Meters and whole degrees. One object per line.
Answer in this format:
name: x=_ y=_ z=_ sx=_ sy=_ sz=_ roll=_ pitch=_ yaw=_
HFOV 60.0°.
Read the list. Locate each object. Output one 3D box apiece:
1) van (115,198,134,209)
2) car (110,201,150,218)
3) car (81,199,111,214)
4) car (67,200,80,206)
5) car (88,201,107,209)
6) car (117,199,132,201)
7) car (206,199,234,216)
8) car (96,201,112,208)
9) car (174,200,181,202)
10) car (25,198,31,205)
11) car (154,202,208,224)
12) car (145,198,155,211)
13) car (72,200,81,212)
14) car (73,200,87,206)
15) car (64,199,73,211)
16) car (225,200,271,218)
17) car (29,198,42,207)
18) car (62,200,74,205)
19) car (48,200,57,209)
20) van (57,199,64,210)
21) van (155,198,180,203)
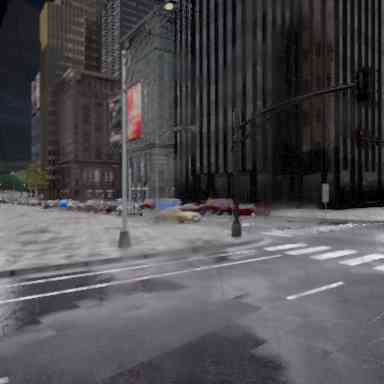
van: x=-11.861 y=2.033 z=58.068 sx=1.690 sy=1.788 sz=3.998 roll=-1 pitch=0 yaw=-35
car: x=-6.828 y=2.001 z=36.200 sx=2.008 sy=1.369 sz=4.403 roll=-1 pitch=0 yaw=-35
car: x=-12.491 y=1.898 z=44.168 sx=2.192 sy=1.841 sz=5.009 roll=-1 pitch=0 yaw=-35
car: x=-29.530 y=2.657 z=82.891 sx=1.947 sy=1.339 sz=4.313 roll=-1 pitch=0 yaw=-35
car: x=-17.385 y=2.380 z=61.036 sx=1.895 sy=1.301 sz=4.718 roll=0 pitch=-1 yaw=-35
car: x=-10.689 y=2.127 z=46.283 sx=2.033 sy=1.411 sz=5.357 roll=0 pitch=-1 yaw=-35
car: x=2.843 y=1.662 z=37.314 sx=2.192 sy=1.841 sz=5.009 roll=-1 pitch=0 yaw=-35
car: x=-17.481 y=2.402 z=65.924 sx=1.802 sy=1.307 sz=4.206 roll=-1 pitch=0 yaw=-35
car: x=-0.092 y=1.998 z=41.464 sx=1.802 sy=1.307 sz=4.206 roll=-1 pitch=0 yaw=-35
car: x=-39.188 y=2.770 z=81.767 sx=1.802 sy=1.307 sz=4.206 roll=-1 pitch=0 yaw=-35
car: x=-1.072 y=1.839 z=28.095 sx=1.752 sy=1.417 sz=4.829 roll=-1 pitch=0 yaw=-35
car: x=-5.980 y=1.870 z=49.766 sx=2.192 sy=1.841 sz=5.009 roll=-1 pitch=0 yaw=-35
car: x=-15.315 y=2.193 z=48.151 sx=1.887 sy=1.381 sz=4.507 roll=-1 pitch=0 yaw=-35
car: x=-26.517 y=2.591 z=78.648 sx=1.947 sy=1.339 sz=4.313 roll=-1 pitch=0 yaw=-35
car: x=-18.146 y=2.154 z=52.134 sx=1.967 sy=1.590 sz=4.097 roll=-1 pitch=0 yaw=-35
car: x=5.789 y=1.822 z=33.163 sx=1.887 sy=1.381 sz=4.507 roll=-1 pitch=0 yaw=-35
car: x=-36.076 y=2.666 z=77.384 sx=1.887 sy=1.381 sz=4.507 roll=-1 pitch=0 yaw=-35
car: x=-32.542 y=2.707 z=87.132 sx=2.008 sy=1.369 sz=4.403 roll=-1 pitch=0 yaw=-35
car: x=-26.737 y=2.352 z=64.230 sx=1.967 sy=1.590 sz=4.097 roll=-1 pitch=0 yaw=-35
van: x=-20.977 y=2.121 z=56.118 sx=1.690 sy=1.788 sz=3.998 roll=-1 pitch=0 yaw=-35
van: x=-3.039 y=1.827 z=45.616 sx=1.690 sy=1.788 sz=3.998 roll=-1 pitch=0 yaw=-35
